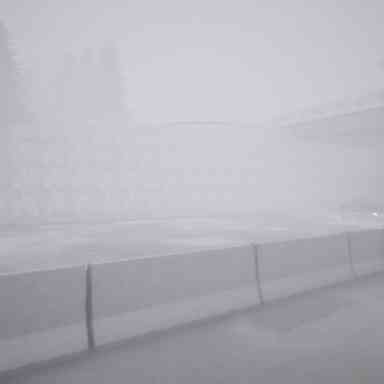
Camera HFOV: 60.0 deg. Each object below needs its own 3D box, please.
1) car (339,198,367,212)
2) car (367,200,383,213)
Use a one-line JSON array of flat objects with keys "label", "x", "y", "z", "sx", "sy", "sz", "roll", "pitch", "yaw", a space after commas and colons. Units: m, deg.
[{"label": "car", "x": 19.069, "y": 1.454, "z": 38.583, "sx": 5.008, "sy": 1.535, "sz": 1.882, "roll": 0, "pitch": 0, "yaw": -35}, {"label": "car", "x": 21.200, "y": 1.554, "z": 35.802, "sx": 4.181, "sy": 1.385, "sz": 1.994, "roll": 0, "pitch": 0, "yaw": -35}]
